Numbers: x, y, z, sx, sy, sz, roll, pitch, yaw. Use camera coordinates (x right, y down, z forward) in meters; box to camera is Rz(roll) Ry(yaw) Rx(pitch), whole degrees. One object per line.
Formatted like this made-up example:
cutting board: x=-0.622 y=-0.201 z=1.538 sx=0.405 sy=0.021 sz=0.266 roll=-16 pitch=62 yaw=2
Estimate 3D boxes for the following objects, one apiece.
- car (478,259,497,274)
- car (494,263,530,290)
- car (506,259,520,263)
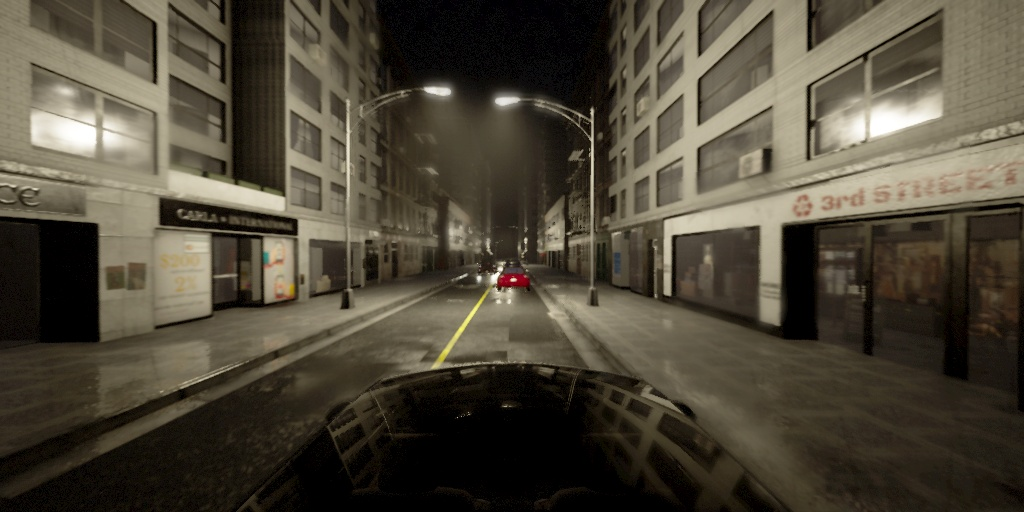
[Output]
car: x=-2.752 y=1.119 z=41.522 sx=2.097 sy=1.767 sz=4.553 roll=0 pitch=0 yaw=0
car: x=0.099 y=1.316 z=22.264 sx=1.994 sy=1.385 sz=4.181 roll=0 pitch=0 yaw=0
car: x=0.098 y=1.112 z=37.439 sx=2.097 sy=1.767 sz=4.553 roll=0 pitch=0 yaw=0
